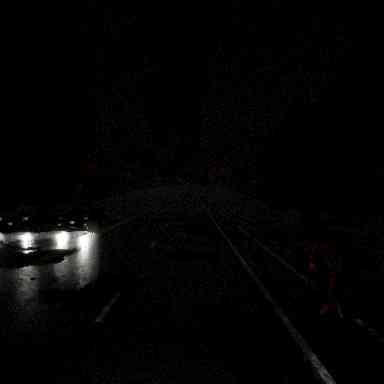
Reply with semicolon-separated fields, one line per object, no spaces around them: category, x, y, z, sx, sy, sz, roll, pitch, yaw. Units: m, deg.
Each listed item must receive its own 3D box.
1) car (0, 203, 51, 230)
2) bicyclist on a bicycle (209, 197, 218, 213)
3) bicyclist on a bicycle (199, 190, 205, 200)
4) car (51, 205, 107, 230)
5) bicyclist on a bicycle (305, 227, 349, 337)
car;-9.847;1.434;20.336;1.812;1.442;4.674;0;0;0
bicyclist on a bicycle;2.110;1.247;32.982;0.866;1.612;1.509;0;1;1
bicyclist on a bicycle;2.066;0.840;64.063;0.866;1.612;1.509;1;-1;3
car;-6.597;1.472;20.308;1.994;1.385;4.181;0;0;0
bicyclist on a bicycle;2.269;1.435;5.652;0.582;1.620;1.656;0;0;0
